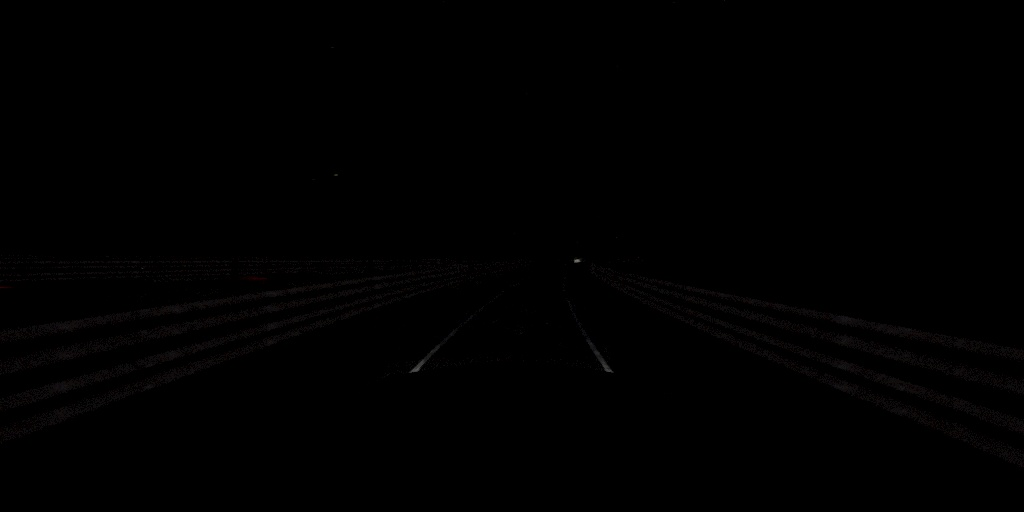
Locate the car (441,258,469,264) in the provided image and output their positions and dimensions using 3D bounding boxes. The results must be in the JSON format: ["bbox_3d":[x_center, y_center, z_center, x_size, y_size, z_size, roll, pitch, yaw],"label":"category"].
[{"bbox_3d":[-8.029,1.052,51.286,1.882,1.535,5.008,1,0,27],"label":"car"}]

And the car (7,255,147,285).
[{"bbox_3d":[-23.741,0.701,19.941,1.882,1.535,5.008,1,0,27],"label":"car"}]

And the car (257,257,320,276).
[{"bbox_3d":[-18.596,0.833,30.206,2.128,1.511,4.902,1,0,27],"label":"car"}]
